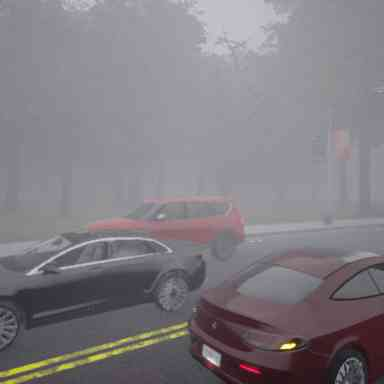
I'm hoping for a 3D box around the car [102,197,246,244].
[{"bbox_3d":[-0.777,1.194,10.833,5.566,2.045,2.150,0,0,-33],"label":"car"}]

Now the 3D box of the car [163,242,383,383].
[{"bbox_3d":[2.119,1.507,4.705,4.674,1.442,1.812,0,0,-33],"label":"car"}]

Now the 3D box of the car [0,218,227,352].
[{"bbox_3d":[-1.991,1.476,6.103,4.902,1.511,2.128,0,0,-34],"label":"car"}]
